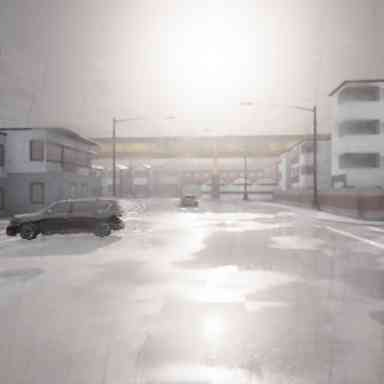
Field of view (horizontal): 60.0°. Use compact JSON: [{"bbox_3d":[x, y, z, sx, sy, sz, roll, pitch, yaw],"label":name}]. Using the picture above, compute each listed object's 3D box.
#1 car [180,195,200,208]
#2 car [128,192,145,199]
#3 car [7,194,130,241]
[{"bbox_3d":[-0.301,1.091,39.036,1.837,1.490,4.892,2,2,-7],"label":"car"},{"bbox_3d":[-10.798,0.711,62.551,1.895,1.301,4.718,0,0,-43],"label":"car"},{"bbox_3d":[-6.184,1.316,16.904,5.566,2.045,2.150,0,5,-16],"label":"car"}]
